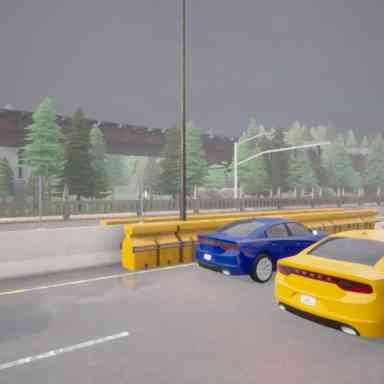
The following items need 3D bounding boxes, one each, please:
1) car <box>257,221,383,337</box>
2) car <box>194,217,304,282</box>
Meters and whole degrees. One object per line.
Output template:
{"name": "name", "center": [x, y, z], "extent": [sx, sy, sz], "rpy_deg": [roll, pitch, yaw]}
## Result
{"name": "car", "center": [3.762, 1.476, 6.441], "extent": [5.008, 1.535, 1.882], "rpy_deg": [0, 0, -35]}
{"name": "car", "center": [2.399, 1.476, 9.770], "extent": [5.008, 1.535, 1.882], "rpy_deg": [0, 0, -36]}
